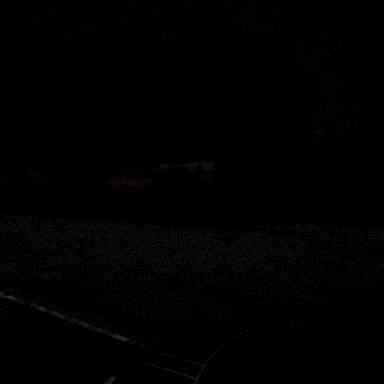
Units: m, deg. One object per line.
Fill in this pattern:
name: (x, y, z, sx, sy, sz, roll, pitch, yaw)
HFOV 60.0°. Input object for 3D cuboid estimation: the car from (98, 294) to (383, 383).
car: (1.094, 1.440, 2.019, 4.097, 1.590, 1.967, 0, 1, 36)
